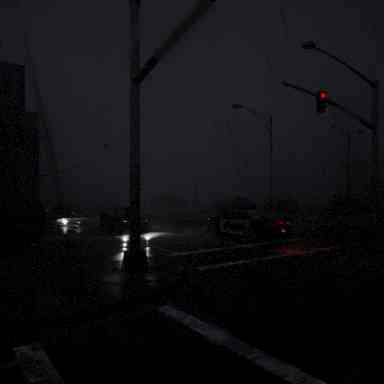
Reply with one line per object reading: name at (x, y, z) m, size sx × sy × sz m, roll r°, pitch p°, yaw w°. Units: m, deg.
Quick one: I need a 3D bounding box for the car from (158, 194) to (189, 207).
car at (-2.470, 1.268, 49.097) m, size 3.866 × 1.878 × 1.905 m, roll 0°, pitch 0°, yaw -36°

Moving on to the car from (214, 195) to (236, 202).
car at (7.813, 1.522, 79.058) m, size 5.027 × 1.636 × 2.152 m, roll 0°, pitch 0°, yaw -36°

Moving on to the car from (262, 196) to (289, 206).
car at (14.263, 1.489, 56.812) m, size 4.514 × 1.523 × 2.007 m, roll 0°, pitch 0°, yaw -36°

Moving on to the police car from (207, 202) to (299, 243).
police car at (2.741, 1.610, 17.503) m, size 1.930 × 1.638 × 5.238 m, roll 0°, pitch 0°, yaw -36°

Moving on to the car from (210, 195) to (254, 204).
car at (4.984, 1.345, 38.697) m, size 5.027 × 1.636 × 2.152 m, roll 0°, pitch 0°, yaw -36°

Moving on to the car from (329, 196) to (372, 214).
car at (16.848, 1.489, 34.799) m, size 4.514 × 1.523 × 2.007 m, roll 0°, pitch 0°, yaw -36°

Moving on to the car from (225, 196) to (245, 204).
car at (8.476, 1.511, 64.959) m, size 3.633 × 1.501 × 1.845 m, roll 0°, pitch 0°, yaw -36°

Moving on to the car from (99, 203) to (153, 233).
car at (-4.526, 1.702, 21.501) m, size 1.812 × 1.442 × 4.674 m, roll 0°, pitch 0°, yaw -36°

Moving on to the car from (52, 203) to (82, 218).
car at (-12.068, 1.738, 32.003) m, size 1.994 × 1.385 × 4.181 m, roll 0°, pitch 0°, yaw -36°

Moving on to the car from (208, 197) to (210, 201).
car at (5.943, 1.531, 81.577) m, size 4.514 × 1.523 × 2.007 m, roll 0°, pitch 0°, yaw -36°

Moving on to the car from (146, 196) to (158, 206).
car at (-4.498, 1.289, 51.218) m, size 4.605 × 1.855 × 1.932 m, roll 0°, pitch 0°, yaw -36°

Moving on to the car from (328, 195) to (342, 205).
car at (20.941, 1.289, 46.273) m, size 4.605 × 1.855 × 1.932 m, roll 0°, pitch 0°, yaw -36°

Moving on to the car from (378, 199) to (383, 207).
car at (29.251, 1.268, 48.185) m, size 3.866 × 1.878 × 1.905 m, roll 0°, pitch 0°, yaw -36°

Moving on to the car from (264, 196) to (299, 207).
car at (8.985, 1.424, 33.670) m, size 3.806 × 1.475 × 1.970 m, roll 0°, pitch 0°, yaw -36°

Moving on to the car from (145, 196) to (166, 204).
car at (-7.444, 1.576, 68.303) m, size 3.806 × 1.475 × 1.970 m, roll 0°, pitch 0°, yaw -36°

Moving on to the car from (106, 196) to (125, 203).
car at (-15.212, 1.565, 66.403) m, size 3.633 × 1.501 × 1.845 m, roll 0°, pitch 0°, yaw -36°
